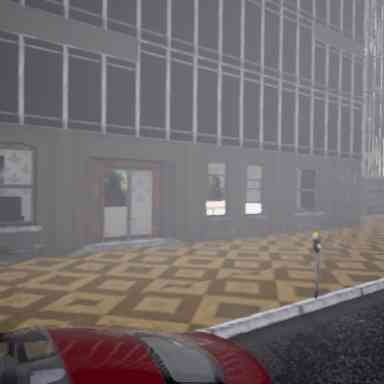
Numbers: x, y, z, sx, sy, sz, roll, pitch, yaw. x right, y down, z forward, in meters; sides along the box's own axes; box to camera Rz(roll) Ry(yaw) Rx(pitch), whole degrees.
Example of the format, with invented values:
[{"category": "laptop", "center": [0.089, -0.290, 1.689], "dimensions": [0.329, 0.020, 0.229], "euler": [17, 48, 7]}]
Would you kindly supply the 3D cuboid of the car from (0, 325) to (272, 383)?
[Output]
[{"category": "car", "center": [-1.273, 1.538, 1.611], "dimensions": [4.206, 1.307, 1.802], "euler": [0, 1, -34]}]
